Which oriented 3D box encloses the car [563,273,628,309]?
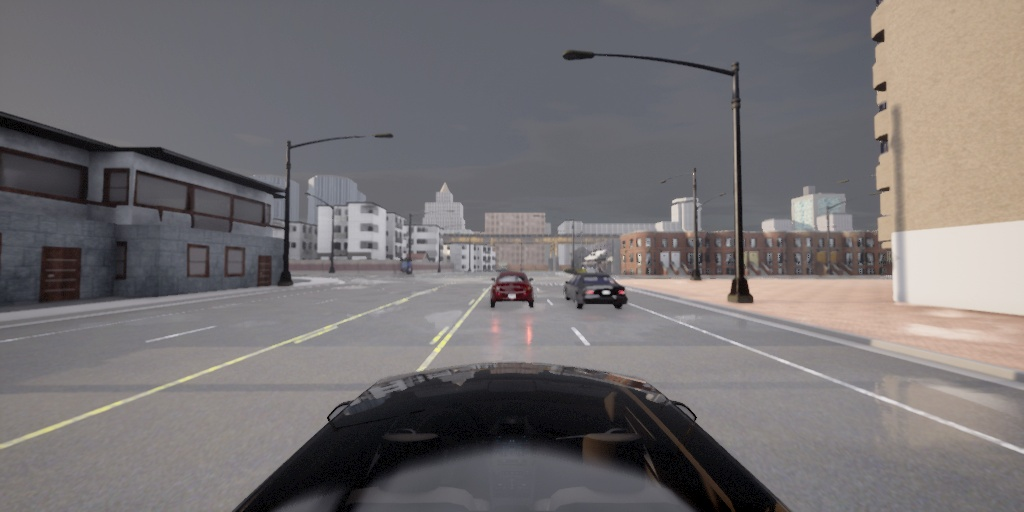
[{"bbox_3d":[3.506,1.438,15.864,2.033,1.411,5.357,0,-1,0],"label":"car"}]

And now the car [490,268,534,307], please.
[{"bbox_3d":[0.009,1.421,16.259,1.812,1.442,4.674,0,0,0],"label":"car"}]
